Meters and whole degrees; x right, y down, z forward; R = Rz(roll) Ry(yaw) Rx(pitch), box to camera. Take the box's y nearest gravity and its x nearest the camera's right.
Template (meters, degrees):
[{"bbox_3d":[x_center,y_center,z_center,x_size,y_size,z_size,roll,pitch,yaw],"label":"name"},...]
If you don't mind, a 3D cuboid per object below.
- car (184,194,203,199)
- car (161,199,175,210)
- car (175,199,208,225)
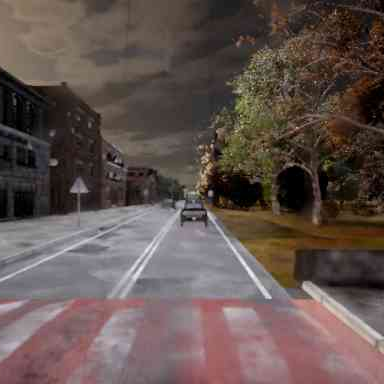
[{"bbox_3d":[0.202,1.313,42.789,2.150,2.045,5.566,0,-1,0],"label":"car"},{"bbox_3d":[-3.215,1.673,46.309,2.033,1.411,5.357,0,-1,1],"label":"car"},{"bbox_3d":[0.136,1.497,23.852,2.128,1.511,4.902,0,0,0],"label":"car"}]
